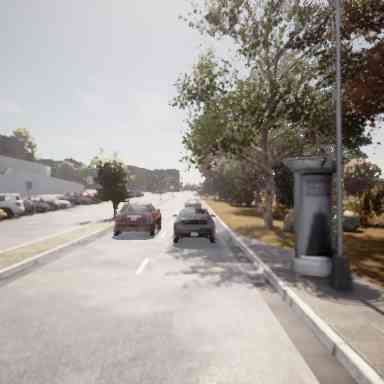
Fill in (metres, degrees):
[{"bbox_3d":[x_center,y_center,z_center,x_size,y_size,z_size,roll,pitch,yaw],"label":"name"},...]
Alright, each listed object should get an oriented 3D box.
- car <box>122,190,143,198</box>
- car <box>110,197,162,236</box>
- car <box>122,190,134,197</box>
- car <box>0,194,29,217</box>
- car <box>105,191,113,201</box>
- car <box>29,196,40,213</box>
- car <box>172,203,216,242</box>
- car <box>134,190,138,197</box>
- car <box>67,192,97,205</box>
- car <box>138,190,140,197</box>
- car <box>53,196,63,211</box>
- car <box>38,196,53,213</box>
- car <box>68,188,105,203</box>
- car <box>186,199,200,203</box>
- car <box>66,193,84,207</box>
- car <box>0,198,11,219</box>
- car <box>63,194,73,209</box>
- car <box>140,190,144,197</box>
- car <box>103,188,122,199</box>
[{"bbox_3d":[-16.715,0.486,93.381,5.566,2.045,2.435,-1,0,-20],"label":"car"},{"bbox_3d":[-2.899,1.352,18.751,2.097,1.767,4.553,0,0,0],"label":"car"},{"bbox_3d":[-16.816,0.874,78.330,4.792,1.488,2.163,-1,1,-20],"label":"car"},{"bbox_3d":[-16.856,1.193,27.312,5.566,2.045,2.435,-1,1,-20],"label":"car"},{"bbox_3d":[-16.979,1.052,57.274,5.366,1.575,1.946,-1,1,-20],"label":"car"},{"bbox_3d":[-16.851,1.446,30.313,4.792,1.488,2.163,-1,1,-20],"label":"car"},{"bbox_3d":[0.101,1.511,16.302,1.837,1.490,4.892,0,0,0],"label":"car"},{"bbox_3d":[-16.816,0.571,81.332,5.566,2.045,2.435,-1,1,-20],"label":"car"},{"bbox_3d":[-16.786,1.204,48.353,4.792,1.488,2.163,-1,1,-20],"label":"car"},{"bbox_3d":[-16.767,0.820,87.351,4.674,1.452,2.002,-1,1,-20],"label":"car"},{"bbox_3d":[-16.853,1.224,36.325,4.553,1.767,2.185,-1,1,-20],"label":"car"},{"bbox_3d":[-16.826,1.428,33.338,4.674,1.452,2.002,-1,0,-20],"label":"car"},{"bbox_3d":[-16.789,0.881,51.352,5.566,2.045,2.435,-1,1,-20],"label":"car"},{"bbox_3d":[0.103,1.427,34.560,2.033,1.411,5.357,0,1,0],"label":"car"},{"bbox_3d":[-16.810,1.266,42.337,5.008,1.535,2.097,-1,1,-20],"label":"car"},{"bbox_3d":[-16.658,1.459,24.386,5.366,1.575,1.946,-1,0,-20],"label":"car"},{"bbox_3d":[-16.821,1.349,39.337,4.674,1.452,2.002,-1,1,-20],"label":"car"},{"bbox_3d":[-16.787,0.508,90.345,5.566,2.045,2.435,-1,1,-20],"label":"car"},{"bbox_3d":[-16.829,0.729,63.321,5.566,2.045,2.435,-1,1,-20],"label":"car"}]
